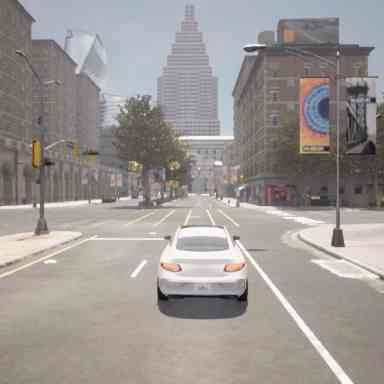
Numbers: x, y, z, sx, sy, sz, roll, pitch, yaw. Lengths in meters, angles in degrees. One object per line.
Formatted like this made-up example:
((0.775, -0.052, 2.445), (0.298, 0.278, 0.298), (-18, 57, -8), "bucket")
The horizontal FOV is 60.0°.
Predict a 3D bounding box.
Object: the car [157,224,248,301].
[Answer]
((0.249, 1.525, 8.203), (1.812, 1.442, 4.674), (0, 0, 2), "car")

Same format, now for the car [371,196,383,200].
((35.883, 1.478, 67.520), (2.231, 1.521, 4.892), (0, 0, 1), "car")

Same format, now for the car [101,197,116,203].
((-16.829, 1.592, 67.246), (1.895, 1.301, 4.718), (0, 0, 1), "car")
